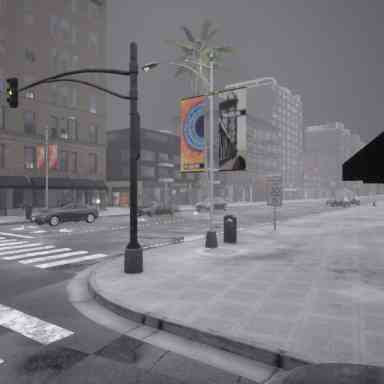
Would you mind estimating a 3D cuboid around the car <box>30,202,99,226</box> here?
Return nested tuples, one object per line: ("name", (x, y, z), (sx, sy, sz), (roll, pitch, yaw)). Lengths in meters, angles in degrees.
("car", (-8.905, 1.520, 23.555), (1.837, 1.490, 4.892), (0, 0, 35))

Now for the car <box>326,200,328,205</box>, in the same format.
("car", (26.381, 1.710, 62.054), (1.994, 1.385, 4.181), (0, 0, 35))

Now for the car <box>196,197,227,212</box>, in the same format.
("car", (2.361, 1.404, 39.546), (2.097, 1.767, 4.553), (0, 0, 35))

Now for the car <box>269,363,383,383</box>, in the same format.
("car", (2.218, 1.551, 1.268), (4.403, 1.369, 2.008), (0, 0, 35))

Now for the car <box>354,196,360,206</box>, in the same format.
("car", (29.189, 1.503, 60.385), (2.097, 1.767, 4.553), (0, 0, 33))

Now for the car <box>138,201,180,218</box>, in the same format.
("car", (-3.286, 1.579, 31.536), (2.033, 1.411, 5.357), (0, 0, 35))

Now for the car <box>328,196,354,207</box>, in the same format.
("car", (23.510, 1.478, 52.327), (2.097, 1.767, 4.553), (0, 0, 35))
